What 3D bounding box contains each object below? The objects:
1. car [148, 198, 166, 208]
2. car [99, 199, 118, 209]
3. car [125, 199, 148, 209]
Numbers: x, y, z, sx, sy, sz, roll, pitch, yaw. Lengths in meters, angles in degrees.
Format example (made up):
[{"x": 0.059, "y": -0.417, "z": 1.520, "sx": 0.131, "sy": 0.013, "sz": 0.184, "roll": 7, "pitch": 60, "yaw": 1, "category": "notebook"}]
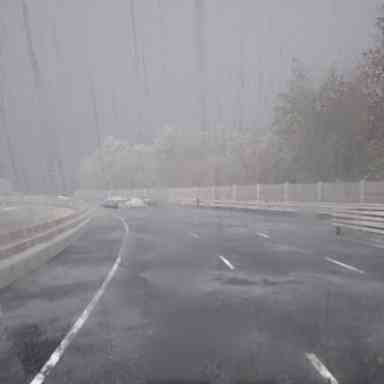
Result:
[{"x": -5.551, "y": 1.630, "z": 50.769, "sx": 1.882, "sy": 1.535, "sz": 5.008, "roll": 0, "pitch": 0, "yaw": -27, "category": "car"}, {"x": -12.179, "y": 1.734, "z": 48.316, "sx": 1.994, "sy": 1.385, "sz": 4.181, "roll": 0, "pitch": 0, "yaw": -28, "category": "car"}, {"x": -8.460, "y": 1.684, "z": 48.789, "sx": 1.812, "sy": 1.442, "sz": 4.674, "roll": 0, "pitch": 0, "yaw": -27, "category": "car"}]
